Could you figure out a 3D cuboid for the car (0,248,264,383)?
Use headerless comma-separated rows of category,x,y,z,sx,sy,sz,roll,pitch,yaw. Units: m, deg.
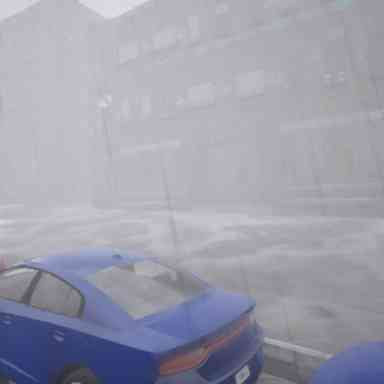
car,-1.561,1.509,4.434,5.008,1.535,2.097,-1,0,35
